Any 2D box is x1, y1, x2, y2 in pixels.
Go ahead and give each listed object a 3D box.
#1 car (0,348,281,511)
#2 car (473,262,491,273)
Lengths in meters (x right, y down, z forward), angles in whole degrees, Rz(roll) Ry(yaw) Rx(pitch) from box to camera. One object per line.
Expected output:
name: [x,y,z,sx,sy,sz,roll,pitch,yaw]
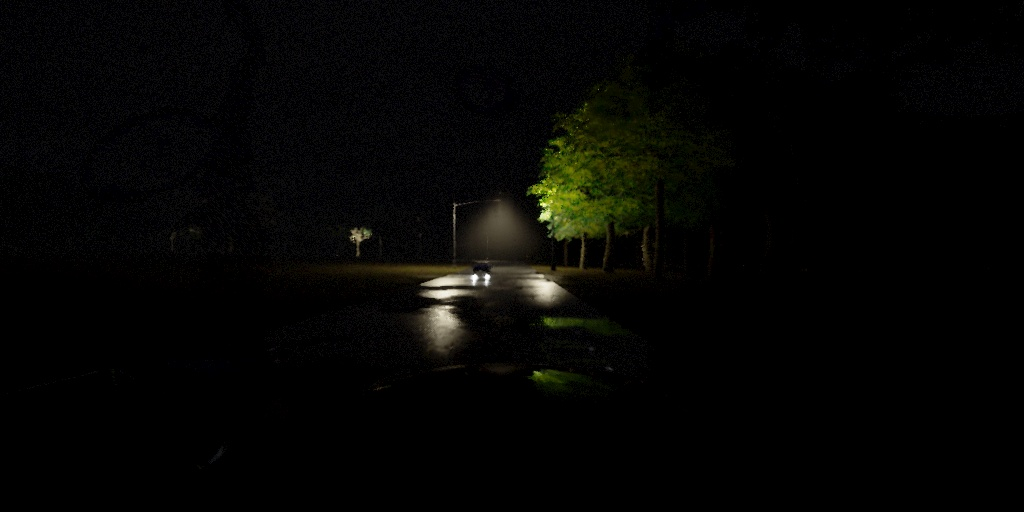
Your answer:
car: [-3.601,1.352,1.887,1.895,1.301,4.718,0,0,0]
car: [-3.585,1.357,42.931,1.895,1.301,4.718,0,0,0]
